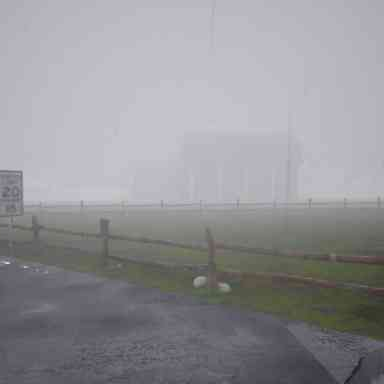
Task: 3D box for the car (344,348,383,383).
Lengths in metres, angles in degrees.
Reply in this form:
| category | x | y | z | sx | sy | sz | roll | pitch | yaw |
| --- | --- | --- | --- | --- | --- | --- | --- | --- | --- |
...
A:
| category | x | y | z | sx | sy | sz | roll | pitch | yaw |
| --- | --- | --- | --- | --- | --- | --- | --- | --- | --- |
| car | 3.358 | 1.454 | 1.557 | 4.902 | 1.511 | 2.128 | -1 | 2 | 17 |
